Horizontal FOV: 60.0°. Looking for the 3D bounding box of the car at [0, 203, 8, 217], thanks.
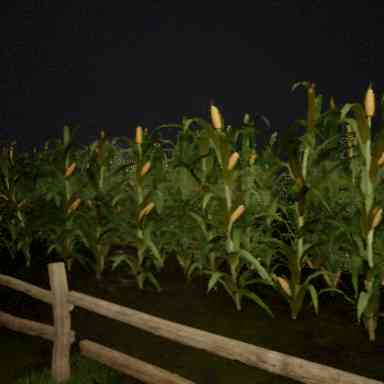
[{"bbox_3d":[-15.914,1.569,27.209,1.994,1.385,4.181,0,0,36],"label":"car"}]
